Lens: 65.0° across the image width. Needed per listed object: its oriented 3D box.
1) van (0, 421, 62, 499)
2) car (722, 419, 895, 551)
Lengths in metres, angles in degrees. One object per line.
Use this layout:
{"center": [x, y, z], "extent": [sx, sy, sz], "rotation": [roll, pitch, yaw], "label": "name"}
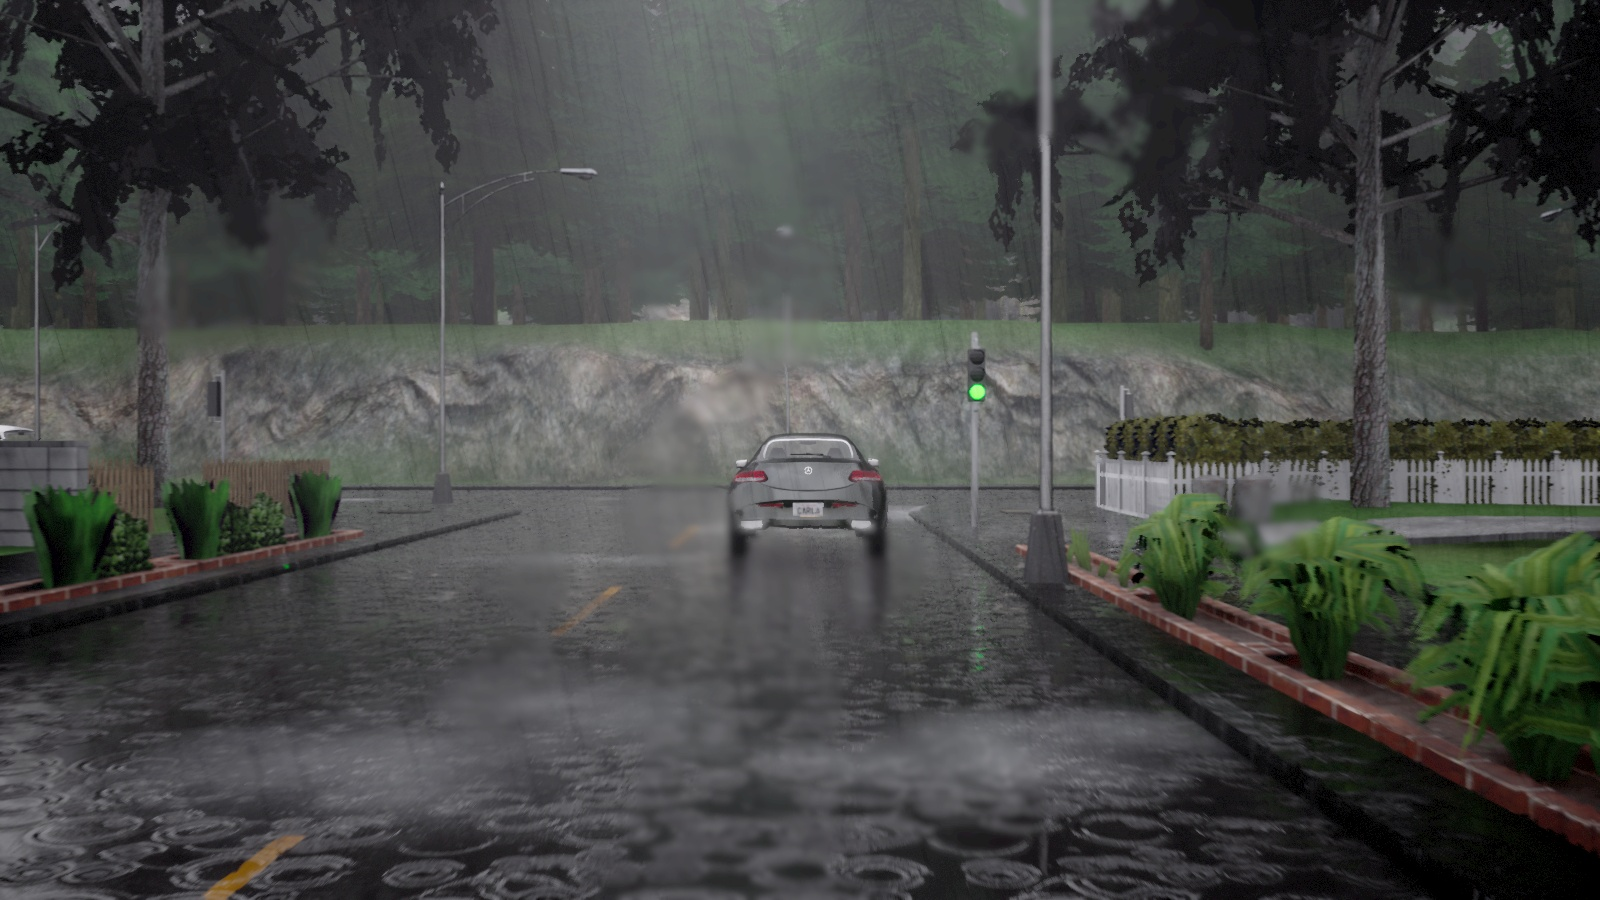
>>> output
{"center": [-22.837, 0.260, 34.030], "extent": [4.480, 2.038, 2.069], "rotation": [0, 0, 0], "label": "van"}
{"center": [0.119, 0.423, 18.214], "extent": [2.152, 1.651, 5.027], "rotation": [0, 0, 0], "label": "car"}
